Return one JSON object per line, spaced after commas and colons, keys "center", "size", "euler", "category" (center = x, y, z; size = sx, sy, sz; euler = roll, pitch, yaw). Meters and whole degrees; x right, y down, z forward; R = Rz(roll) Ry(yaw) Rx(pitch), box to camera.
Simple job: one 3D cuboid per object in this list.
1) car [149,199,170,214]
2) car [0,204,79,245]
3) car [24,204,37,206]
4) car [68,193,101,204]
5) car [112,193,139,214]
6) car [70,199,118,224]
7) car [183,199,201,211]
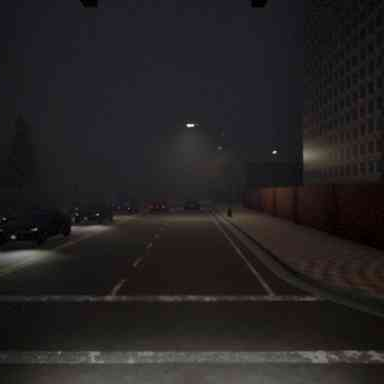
{"center": [-3.400, 1.494, 35.227], "size": [2.033, 1.411, 5.357], "euler": [0, 0, 0], "category": "car"}
{"center": [-7.078, 1.502, 15.465], "size": [1.812, 1.442, 4.674], "euler": [0, 0, 0], "category": "car"}
{"center": [-10.594, 1.513, 22.553], "size": [2.033, 1.411, 5.357], "euler": [0, 0, 0], "category": "car"}
{"center": [-10.555, 1.171, 33.243], "size": [2.150, 2.045, 5.566], "euler": [0, 0, 0], "category": "car"}
{"center": [-7.040, 1.168, 35.085], "size": [2.150, 2.045, 5.566], "euler": [0, 0, 1], "category": "car"}
{"center": [-7.089, 1.488, 24.559], "size": [1.812, 1.442, 4.674], "euler": [0, 0, 0], "category": "car"}
{"center": [0.003, 1.503, 39.850], "size": [1.994, 1.385, 4.181], "euler": [0, 0, 0], "category": "car"}
